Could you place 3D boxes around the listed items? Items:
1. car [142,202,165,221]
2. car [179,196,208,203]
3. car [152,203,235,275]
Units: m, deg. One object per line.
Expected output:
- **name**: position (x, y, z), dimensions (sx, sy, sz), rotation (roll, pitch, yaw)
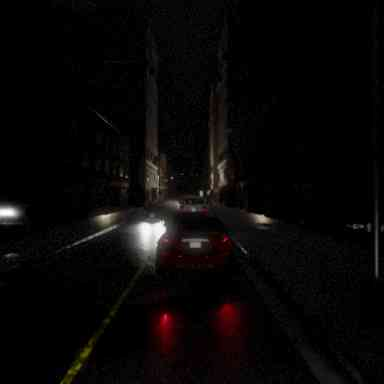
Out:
- **car**: position (-3.082, 1.613, 28.229), dimensions (2.128, 1.511, 4.902), rotation (0, 0, 0)
- **car**: position (0.108, 1.335, 26.553), dimensions (2.150, 2.045, 5.566), rotation (0, 0, 0)
- **car**: position (0.096, 1.393, 10.724), dimensions (2.097, 1.767, 4.553), rotation (0, 0, 0)
